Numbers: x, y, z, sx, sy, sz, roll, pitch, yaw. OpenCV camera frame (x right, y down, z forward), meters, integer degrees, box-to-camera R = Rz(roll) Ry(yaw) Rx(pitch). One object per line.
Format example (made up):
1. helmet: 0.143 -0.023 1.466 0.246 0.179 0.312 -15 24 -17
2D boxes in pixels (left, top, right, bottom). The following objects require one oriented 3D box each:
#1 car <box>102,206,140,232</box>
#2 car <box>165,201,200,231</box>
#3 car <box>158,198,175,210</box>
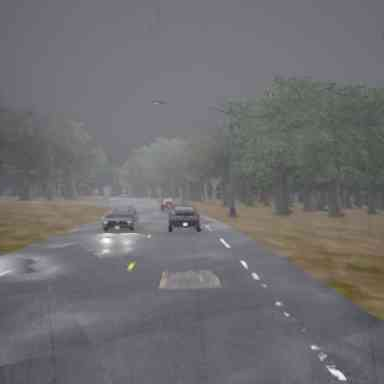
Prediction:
1. car: -4.397 1.620 21.285 2.033 1.411 5.357 -1 0 -5
2. car: -0.586 1.538 20.813 1.837 1.490 4.892 0 0 -5
3. car: -3.109 1.480 42.039 1.812 1.442 4.674 -5 0 -10
